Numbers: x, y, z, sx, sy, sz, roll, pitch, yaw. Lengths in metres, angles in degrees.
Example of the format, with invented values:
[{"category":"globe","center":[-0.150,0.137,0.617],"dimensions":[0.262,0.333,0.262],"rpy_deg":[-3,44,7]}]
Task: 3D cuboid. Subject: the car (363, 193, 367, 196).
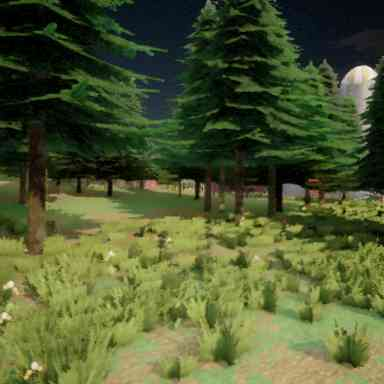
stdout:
[{"category":"car","center":[30.196,0.897,56.884],"dimensions":[3.988,1.617,1.851],"rpy_deg":[0,1,-34]}]
